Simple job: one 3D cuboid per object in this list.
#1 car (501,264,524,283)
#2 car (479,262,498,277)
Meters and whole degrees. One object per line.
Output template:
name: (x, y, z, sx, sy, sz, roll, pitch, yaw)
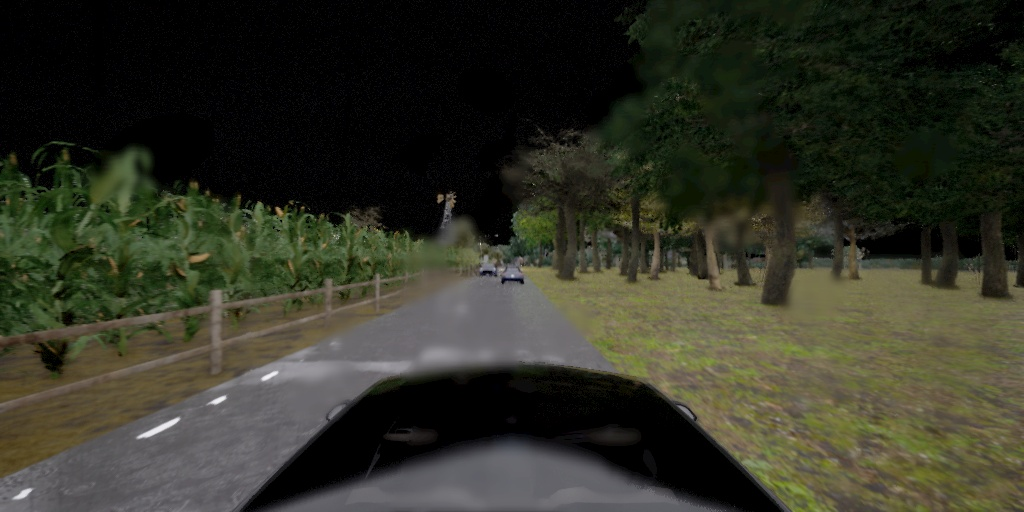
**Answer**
car: (0.060, 1.683, 32.449, 1.994, 1.385, 4.181, 0, -1, 0)
car: (-2.866, 1.618, 44.242, 2.097, 1.767, 4.553, 0, -1, 0)
